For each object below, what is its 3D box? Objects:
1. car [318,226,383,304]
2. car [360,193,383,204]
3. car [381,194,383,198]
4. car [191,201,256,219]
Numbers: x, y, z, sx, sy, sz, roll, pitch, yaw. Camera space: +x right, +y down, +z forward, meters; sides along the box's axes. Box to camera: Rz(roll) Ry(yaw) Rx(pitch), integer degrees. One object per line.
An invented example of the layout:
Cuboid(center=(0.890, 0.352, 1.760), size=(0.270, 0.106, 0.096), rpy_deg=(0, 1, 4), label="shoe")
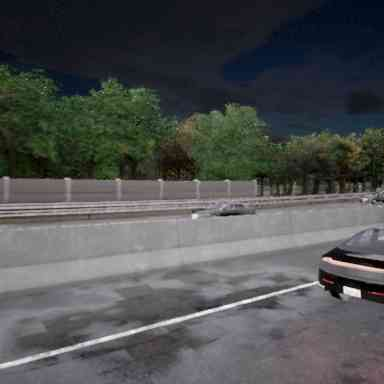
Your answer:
Cuboid(center=(4.696, 1.469, 7.041), size=(4.902, 1.511, 2.128), rpy_deg=(0, 0, -35), label="car")
Cuboid(center=(24.759, 0.852, 45.411), size=(4.902, 1.511, 2.128), rpy_deg=(-2, 1, -36), label="car")
Cuboid(center=(27.462, 0.929, 43.749), size=(4.718, 1.301, 1.895), rpy_deg=(-2, 1, -33), label="car")
Cuboid(center=(2.174, 1.410, 22.591), size=(4.902, 1.511, 2.128), rpy_deg=(-1, 0, -35), label="car")
